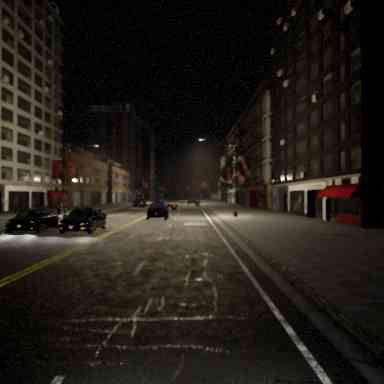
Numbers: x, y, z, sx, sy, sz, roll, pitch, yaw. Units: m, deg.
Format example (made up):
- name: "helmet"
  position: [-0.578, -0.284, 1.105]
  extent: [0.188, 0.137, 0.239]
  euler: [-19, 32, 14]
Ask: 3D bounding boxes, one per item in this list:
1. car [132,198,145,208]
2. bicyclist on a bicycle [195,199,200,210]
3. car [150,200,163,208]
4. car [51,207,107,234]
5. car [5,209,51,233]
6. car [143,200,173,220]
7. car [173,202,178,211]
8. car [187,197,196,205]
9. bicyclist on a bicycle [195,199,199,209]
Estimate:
- name: "car"
  position: [-9.788, 1.964, 61.734]
  extent: [2.097, 1.767, 4.553]
  euler: [0, -1, 0]
- name: "bicyclist on a bicycle"
  position: [0.879, 1.853, 48.416]
  extent: [0.659, 1.776, 1.843]
  euler: [0, -1, 0]
- name: "car"
  position: [-6.541, 2.170, 61.323]
  extent: [1.994, 1.385, 4.181]
  euler: [0, -1, 0]
- name: "car"
  position: [-6.606, 1.708, 20.557]
  extent: [1.837, 1.490, 4.892]
  euler: [0, -1, 0]
- name: "car"
  position: [-9.855, 1.770, 20.906]
  extent: [1.994, 1.385, 4.181]
  euler: [0, -1, 0]
- name: "car"
  position: [-3.159, 1.794, 31.922]
  extent: [1.882, 1.535, 5.008]
  euler: [0, 0, 0]
- name: "car"
  position: [-3.164, 2.099, 50.118]
  extent: [1.895, 1.301, 4.718]
  euler: [0, -1, 0]
- name: "car"
  position: [-0.024, 2.127, 80.473]
  extent: [2.097, 1.767, 4.553]
  euler: [0, -1, 0]
- name: "bicyclist on a bicycle"
  position: [0.877, 2.026, 57.668]
  extent: [0.582, 1.620, 1.656]
  euler: [0, -1, 0]
